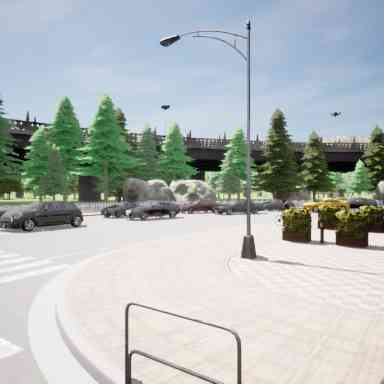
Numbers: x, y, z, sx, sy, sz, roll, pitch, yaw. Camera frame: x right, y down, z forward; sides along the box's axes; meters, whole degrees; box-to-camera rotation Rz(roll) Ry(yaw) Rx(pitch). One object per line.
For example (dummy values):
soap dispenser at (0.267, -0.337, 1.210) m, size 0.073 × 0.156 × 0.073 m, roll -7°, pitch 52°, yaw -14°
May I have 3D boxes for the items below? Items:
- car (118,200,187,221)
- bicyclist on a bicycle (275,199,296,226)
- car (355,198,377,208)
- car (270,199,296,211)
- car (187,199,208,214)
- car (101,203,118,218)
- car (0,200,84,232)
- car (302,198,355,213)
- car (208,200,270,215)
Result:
car at (-3.144, 1.436, 27.121) m, size 4.902 × 1.511 × 2.128 m, roll 0°, pitch 0°, yaw -44°
bicyclist on a bicycle at (5.581, 1.245, 19.574) m, size 0.582 × 1.620 × 1.656 m, roll 0°, pitch 0°, yaw -44°
car at (19.669, 1.433, 40.197) m, size 4.902 × 1.511 × 2.128 m, roll 0°, pitch 0°, yaw 0°
car at (9.877, 1.508, 38.692) m, size 4.181 × 1.385 × 1.994 m, roll 0°, pitch 0°, yaw -14°
car at (0.809, 1.470, 34.699) m, size 4.674 × 1.442 × 1.812 m, roll 0°, pitch 0°, yaw -30°
car at (-5.844, 1.508, 29.215) m, size 1.994 × 1.385 × 4.181 m, roll 0°, pitch 0°, yaw 45°
car at (-8.940, 1.297, 20.050) m, size 2.097 × 1.767 × 4.553 m, roll 0°, pitch 0°, yaw 37°
car at (14.555, 1.422, 36.275) m, size 5.008 × 1.535 × 1.882 m, roll 0°, pitch 0°, yaw -7°
car at (4.683, 1.492, 33.045) m, size 5.357 × 1.411 × 2.033 m, roll 0°, pitch 0°, yaw -26°
